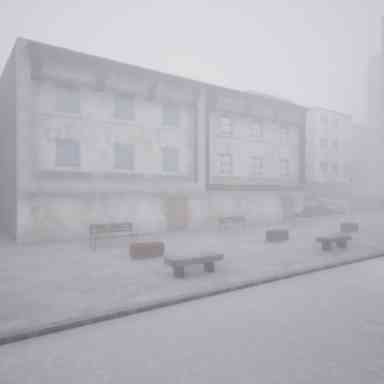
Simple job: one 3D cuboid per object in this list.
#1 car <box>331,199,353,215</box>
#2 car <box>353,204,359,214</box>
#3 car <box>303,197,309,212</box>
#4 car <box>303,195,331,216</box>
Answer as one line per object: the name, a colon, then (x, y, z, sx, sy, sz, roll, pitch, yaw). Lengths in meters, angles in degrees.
car: (12.599, 1.353, 32.284, 2.242, 1.667, 4.611, 0, 0, -26)
car: (14.918, 1.422, 34.115, 1.816, 1.474, 4.193, 0, 0, -26)
car: (8.015, 1.417, 29.223, 1.845, 1.501, 3.633, 0, 0, -26)
car: (10.210, 1.247, 30.292, 1.905, 1.878, 3.866, 0, 0, -26)
